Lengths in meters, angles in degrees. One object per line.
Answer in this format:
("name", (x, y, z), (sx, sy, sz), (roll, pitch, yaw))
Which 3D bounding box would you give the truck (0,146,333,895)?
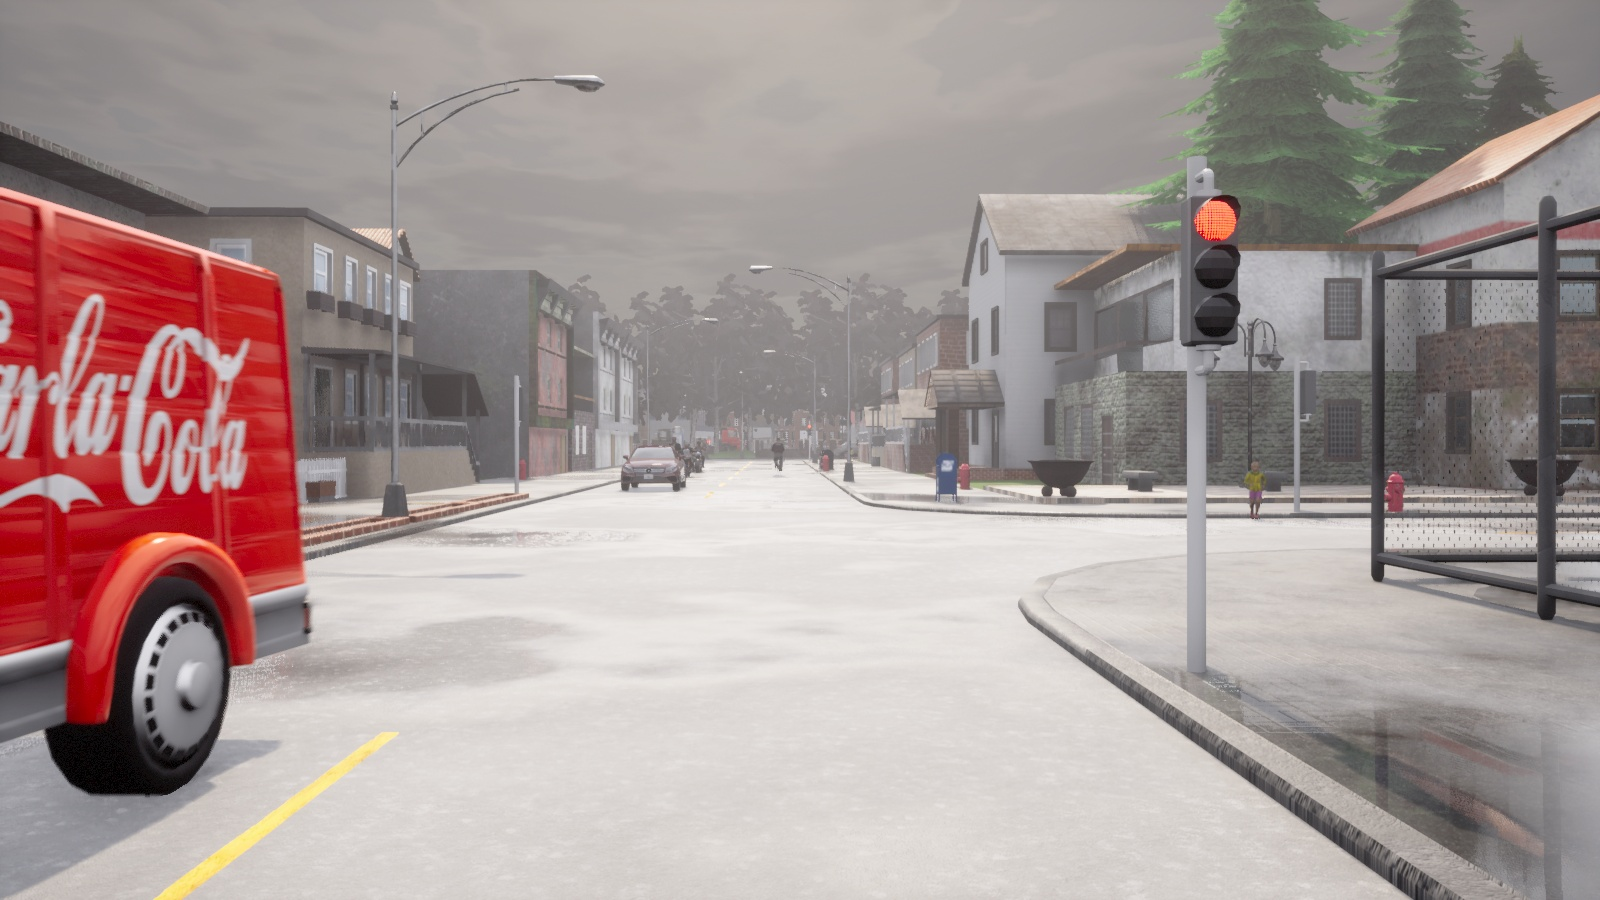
("truck", (-3.950, 0.233, 4.164), (2.627, 2.467, 5.204), (0, 0, 3))

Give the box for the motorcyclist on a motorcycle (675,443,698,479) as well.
("motorcyclist on a motorcycle", (-4.953, 0.467, 55.038), (0.866, 1.530, 2.191), (0, 0, -1))

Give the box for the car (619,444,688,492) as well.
("car", (-4.706, 0.538, 40.827), (1.812, 1.442, 4.674), (0, 0, -2))

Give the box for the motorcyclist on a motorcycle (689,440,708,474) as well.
("motorcyclist on a motorcycle", (-5.101, 0.336, 63.268), (0.766, 1.649, 2.350), (0, 0, -1))

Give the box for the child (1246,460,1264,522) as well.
("child", (8.609, 0.767, 23.740), (0.299, 1.160, 0.473), (0, 0, 18))
